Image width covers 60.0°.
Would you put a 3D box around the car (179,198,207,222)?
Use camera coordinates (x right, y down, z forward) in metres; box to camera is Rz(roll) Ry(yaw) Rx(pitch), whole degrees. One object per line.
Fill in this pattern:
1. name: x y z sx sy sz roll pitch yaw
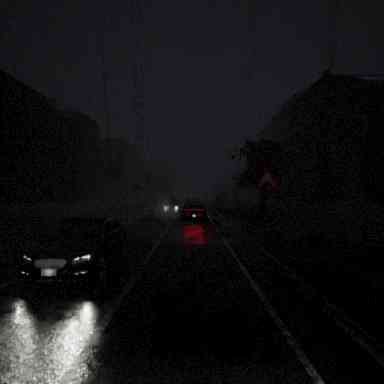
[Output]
1. car: 0.092 1.437 25.961 1.837 1.490 4.892 0 0 -1

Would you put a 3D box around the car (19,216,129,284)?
1. car: -3.103 1.481 9.654 2.128 1.511 4.902 0 0 0

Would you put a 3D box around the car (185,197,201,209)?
1. car: 0.088 1.435 42.732 1.994 1.385 4.181 0 0 0

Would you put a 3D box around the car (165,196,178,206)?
1. car: -3.091 1.321 50.892 1.882 1.535 5.008 0 0 0
